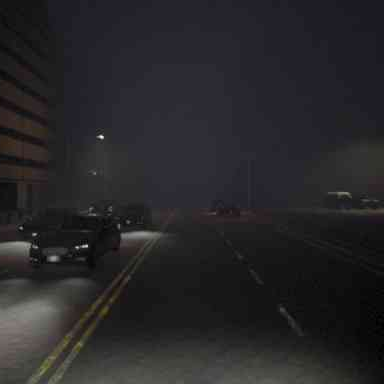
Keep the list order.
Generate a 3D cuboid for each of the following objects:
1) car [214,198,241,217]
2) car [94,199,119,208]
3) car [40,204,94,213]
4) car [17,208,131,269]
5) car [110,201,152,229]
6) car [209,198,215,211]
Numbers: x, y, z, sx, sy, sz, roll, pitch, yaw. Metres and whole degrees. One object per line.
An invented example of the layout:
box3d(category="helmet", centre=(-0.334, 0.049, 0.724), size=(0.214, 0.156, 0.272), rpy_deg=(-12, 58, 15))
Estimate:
box3d(category="car", centre=(3.362, 1.525, 30.716), size=(1.812, 1.442, 4.674), rpy_deg=(0, 0, 0))
box3d(category="car", centre=(-7.231, 1.366, 28.366), size=(2.097, 1.767, 4.553), rpy_deg=(0, 0, 0))
box3d(category="car", centre=(-7.205, 1.560, 17.870), size=(2.033, 1.411, 5.357), rpy_deg=(0, 0, 0))
box3d(category="car", centre=(-3.665, 1.499, 11.232), size=(2.128, 1.511, 4.902), rpy_deg=(0, 0, 0))
box3d(category="car", centre=(-3.718, 1.513, 21.754), size=(1.837, 1.490, 4.892), rpy_deg=(0, 0, 0))
box3d(category="car", centre=(3.253, 1.506, 40.954), size=(1.837, 1.490, 4.892), rpy_deg=(0, 0, 0))
